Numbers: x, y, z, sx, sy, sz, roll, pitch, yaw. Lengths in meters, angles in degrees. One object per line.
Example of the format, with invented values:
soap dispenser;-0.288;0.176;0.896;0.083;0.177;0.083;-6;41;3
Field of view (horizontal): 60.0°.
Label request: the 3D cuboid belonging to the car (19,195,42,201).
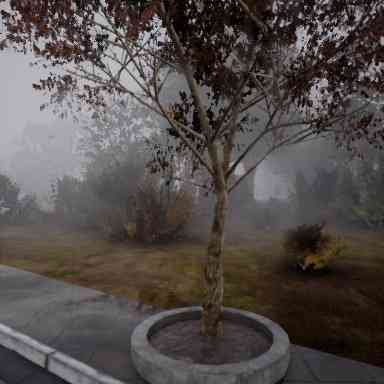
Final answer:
car;-22.294;1.175;43.905;1.837;1.490;4.892;1;0;32
